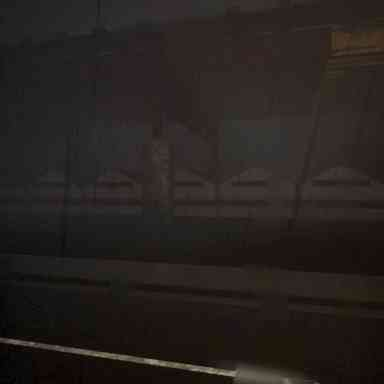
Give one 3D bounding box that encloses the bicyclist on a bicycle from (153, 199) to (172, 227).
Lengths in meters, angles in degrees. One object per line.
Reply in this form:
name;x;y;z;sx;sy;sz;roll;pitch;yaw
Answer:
bicyclist on a bicycle;-1.887;1.185;20.006;0.582;1.620;1.656;-18;-24;-42
